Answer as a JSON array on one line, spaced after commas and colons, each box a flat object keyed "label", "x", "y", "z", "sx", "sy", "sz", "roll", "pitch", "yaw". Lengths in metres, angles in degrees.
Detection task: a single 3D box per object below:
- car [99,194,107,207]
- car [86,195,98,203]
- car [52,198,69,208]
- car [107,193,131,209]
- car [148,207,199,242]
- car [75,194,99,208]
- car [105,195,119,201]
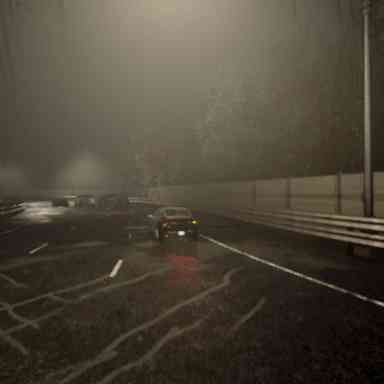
[{"label": "car", "x": -13.088, "y": 1.254, "z": 52.366, "sx": 2.150, "sy": 2.045, "sz": 5.566, "roll": 0, "pitch": 0, "yaw": -30}, {"label": "car", "x": -21.594, "y": 1.545, "z": 71.934, "sx": 1.882, "sy": 1.535, "sz": 5.008, "roll": 0, "pitch": 0, "yaw": -11}, {"label": "car", "x": -19.575, "y": 1.623, "z": 49.530, "sx": 2.033, "sy": 1.411, "sz": 5.357, "roll": 0, "pitch": 0, "yaw": -30}, {"label": "car", "x": -9.808, "y": 1.370, "z": 45.329, "sx": 2.097, "sy": 1.767, "sz": 4.553, "roll": -1, "pitch": 0, "yaw": -23}, {"label": "car", "x": -1.004, "y": 1.493, "z": 16.407, "sx": 1.837, "sy": 1.490, "sz": 4.892, "roll": -1, "pitch": 0, "yaw": -13}, {"label": "car", "x": -16.469, "y": 1.277, "z": 51.142, "sx": 2.150, "sy": 2.045, "sz": 5.566, "roll": 0, "pitch": 0, "yaw": -30}, {"label": "car", "x": -21.723, "y": 1.574, "z": 90.759, "sx": 1.812, "sy": 1.442, "sz": 4.674, "roll": 0, "pitch": 0, "yaw": 13}]
